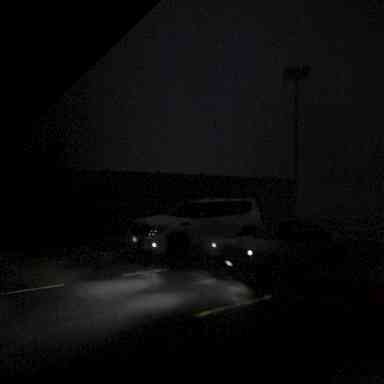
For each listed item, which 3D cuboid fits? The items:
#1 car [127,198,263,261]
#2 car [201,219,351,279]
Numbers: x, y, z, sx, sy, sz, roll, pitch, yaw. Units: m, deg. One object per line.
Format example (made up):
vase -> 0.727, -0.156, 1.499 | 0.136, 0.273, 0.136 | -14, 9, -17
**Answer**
car -> 0.329, 1.247, 12.801 | 5.566, 2.045, 2.150 | 0, 0, -35
car -> 2.809, 1.630, 10.264 | 4.718, 1.301, 1.895 | 0, 0, -35
